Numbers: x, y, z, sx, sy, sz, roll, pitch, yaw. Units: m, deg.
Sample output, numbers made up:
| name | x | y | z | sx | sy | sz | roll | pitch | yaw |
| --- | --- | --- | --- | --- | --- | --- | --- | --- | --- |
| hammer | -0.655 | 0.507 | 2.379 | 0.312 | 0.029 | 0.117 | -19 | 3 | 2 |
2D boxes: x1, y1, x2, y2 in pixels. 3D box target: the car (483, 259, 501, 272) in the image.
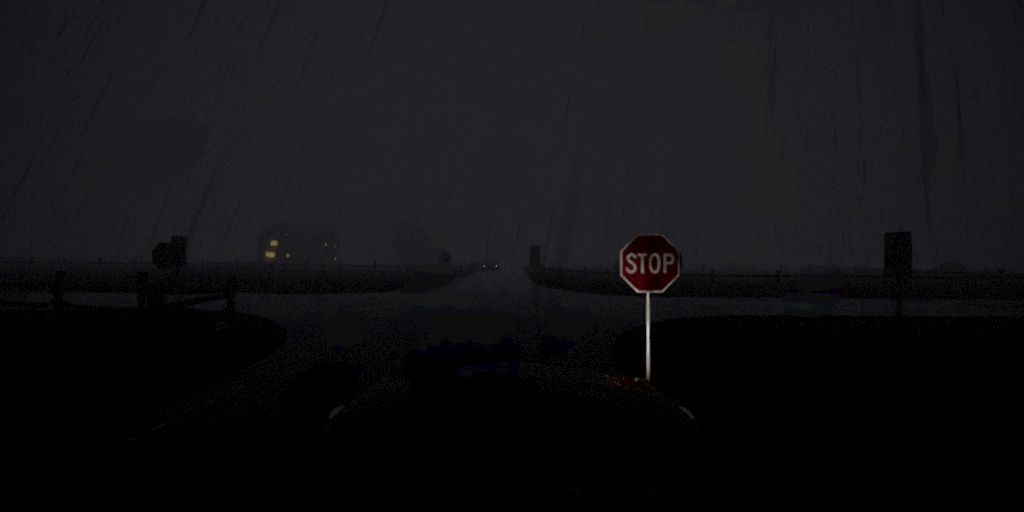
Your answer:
| name | x | y | z | sx | sy | sz | roll | pitch | yaw |
| --- | --- | --- | --- | --- | --- | --- | --- | --- | --- |
| car | -2.987 | 1.308 | 50.894 | 2.097 | 1.767 | 4.553 | 0 | 0 | 0 |
